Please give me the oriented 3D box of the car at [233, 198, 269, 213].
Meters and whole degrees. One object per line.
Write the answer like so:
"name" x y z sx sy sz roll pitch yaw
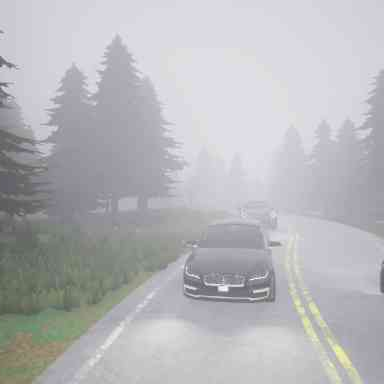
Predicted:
"car" 6.193 1.410 35.734 1.837 1.490 4.892 2 -1 -16

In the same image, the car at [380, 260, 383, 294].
"car" 4.492 1.308 4.642 2.097 1.767 4.553 -1 0 8

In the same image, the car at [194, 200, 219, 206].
"car" 1.906 1.799 44.858 1.812 1.442 4.674 3 -5 -35

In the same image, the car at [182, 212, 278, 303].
"car" 1.089 1.496 8.411 1.837 1.490 4.892 -1 0 12

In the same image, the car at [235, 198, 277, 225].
"car" 3.870 1.270 20.364 2.097 1.767 4.553 -1 0 5
